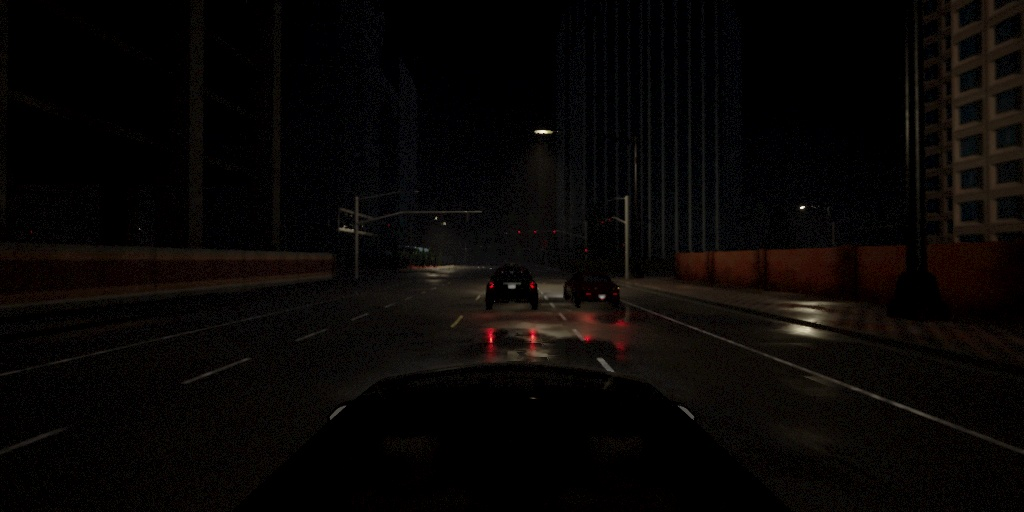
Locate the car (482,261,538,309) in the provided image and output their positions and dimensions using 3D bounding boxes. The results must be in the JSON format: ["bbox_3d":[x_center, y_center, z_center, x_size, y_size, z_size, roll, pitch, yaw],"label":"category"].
[{"bbox_3d":[0.000,1.231,15.921,2.097,1.767,4.553,0,-1,0],"label":"car"}]

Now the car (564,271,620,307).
[{"bbox_3d":[3.503,1.409,16.221,1.812,1.442,4.674,0,0,0],"label":"car"}]
